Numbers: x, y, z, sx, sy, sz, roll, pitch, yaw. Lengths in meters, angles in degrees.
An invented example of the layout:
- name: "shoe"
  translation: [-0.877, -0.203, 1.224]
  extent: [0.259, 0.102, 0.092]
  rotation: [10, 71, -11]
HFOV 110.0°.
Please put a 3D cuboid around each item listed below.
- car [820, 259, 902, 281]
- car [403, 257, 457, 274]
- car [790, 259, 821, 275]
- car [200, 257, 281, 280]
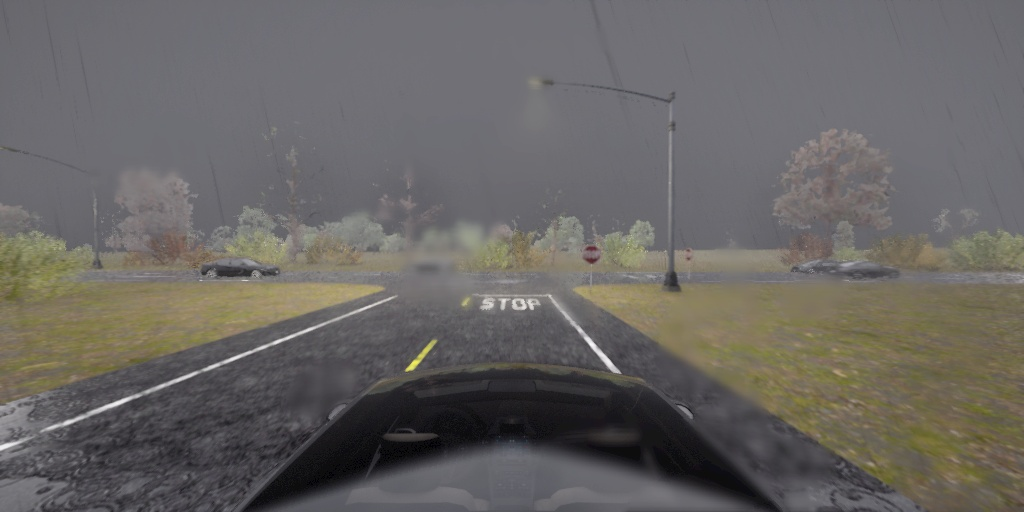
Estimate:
- name: "car"
  translation: [26.791, 1.089, 27.347]
  extent: [4.674, 1.442, 1.812]
  rotation: [0, 1, -2]
- name: "car"
  translation: [-7.579, 0.856, 33.412]
  extent: [4.902, 1.511, 2.128]
  rotation: [0, 1, -2]
- name: "car"
  translation: [29.512, 1.044, 34.443]
  extent: [4.892, 1.490, 1.837]
  rotation: [-1, 1, -2]
- name: "car"
  translation: [-19.623, 0.875, 26.061]
  extent: [5.008, 1.535, 1.882]
  rotation: [0, 1, -2]
